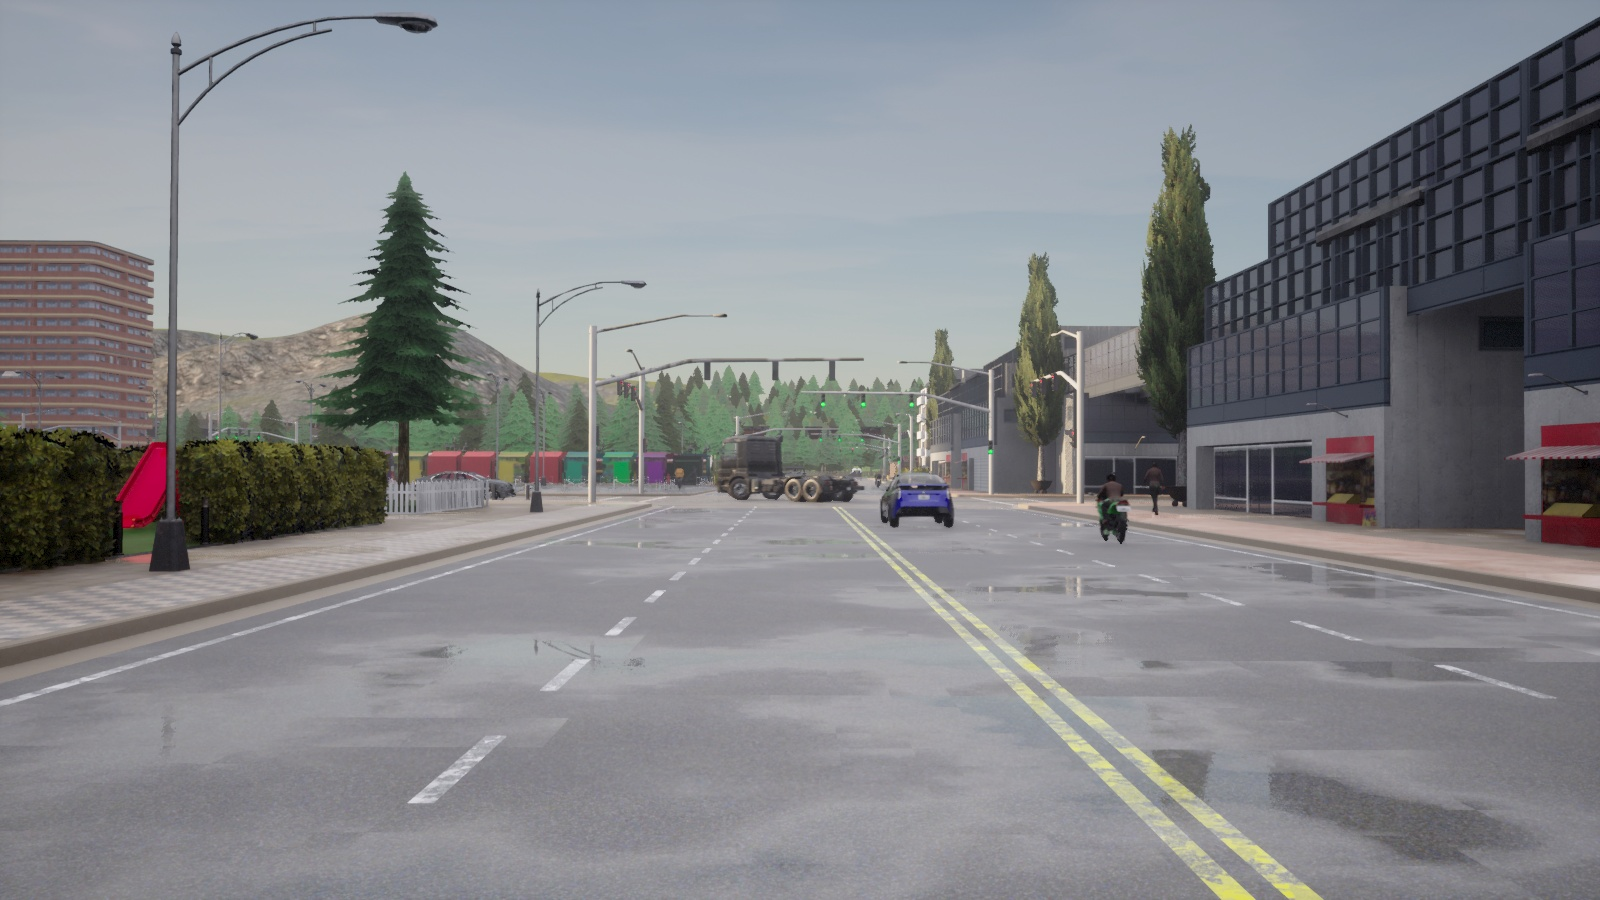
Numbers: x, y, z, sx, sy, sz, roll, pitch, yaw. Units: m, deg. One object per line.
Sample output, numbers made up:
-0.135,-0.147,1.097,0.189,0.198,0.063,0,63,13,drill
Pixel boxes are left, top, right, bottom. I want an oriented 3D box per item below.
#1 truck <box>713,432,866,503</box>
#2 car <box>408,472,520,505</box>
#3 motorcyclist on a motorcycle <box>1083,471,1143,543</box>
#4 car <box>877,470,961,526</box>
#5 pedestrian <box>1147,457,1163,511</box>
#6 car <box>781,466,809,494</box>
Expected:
-0.622,0.920,64.787,7.936,3.462,2.891,-1,-2,41,truck
-16.275,1.858,61.007,4.902,1.511,2.128,0,-1,0,car
6.931,1.236,27.888,0.797,1.523,2.044,0,-1,0,motorcyclist on a motorcycle
3.409,1.364,36.784,2.007,1.525,4.514,0,-1,0,car
11.787,1.125,41.705,0.328,1.805,0.869,0,-1,6,pedestrian
-0.334,2.079,87.593,1.905,1.878,3.866,0,-1,1,car
